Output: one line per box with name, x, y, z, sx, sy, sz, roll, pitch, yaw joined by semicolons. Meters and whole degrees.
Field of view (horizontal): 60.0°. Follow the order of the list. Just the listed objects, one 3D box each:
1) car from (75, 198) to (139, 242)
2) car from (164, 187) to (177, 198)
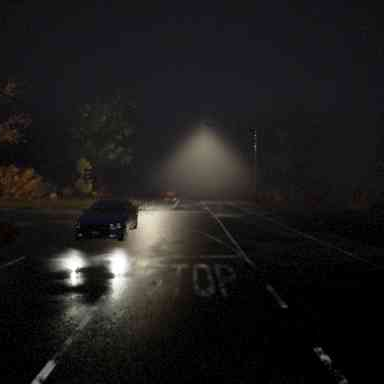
car;-3.559;1.096;14.640;1.882;1.535;5.008;2;3;0
car;-4.059;0.133;63.883;2.150;2.045;5.566;0;1;-1
